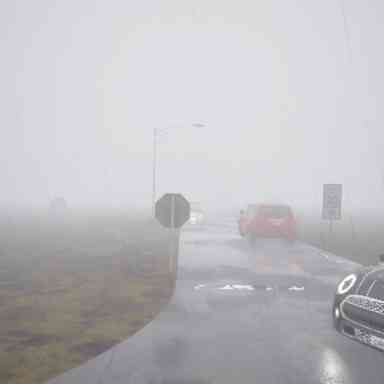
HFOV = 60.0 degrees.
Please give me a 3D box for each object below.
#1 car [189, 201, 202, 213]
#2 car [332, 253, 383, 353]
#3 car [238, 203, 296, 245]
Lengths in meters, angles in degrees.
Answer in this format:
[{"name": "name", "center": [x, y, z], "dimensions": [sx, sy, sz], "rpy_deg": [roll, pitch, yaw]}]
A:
[{"name": "car", "center": [0.314, 2.153, 48.633], "dimensions": [2.097, 1.767, 4.553], "rpy_deg": [1, -1, -2]}, {"name": "car", "center": [4.552, 1.553, 5.716], "dimensions": [4.553, 1.767, 2.097], "rpy_deg": [2, -1, -31]}, {"name": "car", "center": [3.935, 1.616, 18.170], "dimensions": [2.150, 2.045, 5.566], "rpy_deg": [1, -1, -1]}]
